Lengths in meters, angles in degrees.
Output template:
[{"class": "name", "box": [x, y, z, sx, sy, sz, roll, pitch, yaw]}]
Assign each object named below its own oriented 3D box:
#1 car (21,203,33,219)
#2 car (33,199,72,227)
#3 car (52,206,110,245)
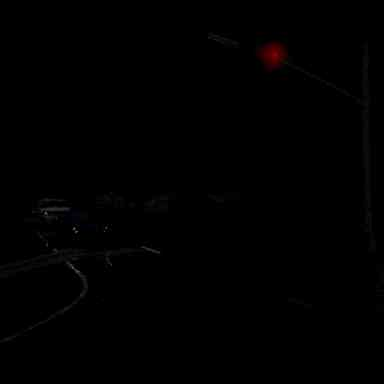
[{"class": "car", "box": [-16.425, 1.945, 34.877, 1.837, 1.490, 4.892, 1, 0, -41]}, {"class": "car", "box": [-10.829, 1.556, 26.109, 2.150, 2.045, 5.566, 0, -1, -30]}, {"class": "car", "box": [-5.730, 1.703, 17.237, 1.882, 1.535, 5.008, 0, -1, -30]}]
